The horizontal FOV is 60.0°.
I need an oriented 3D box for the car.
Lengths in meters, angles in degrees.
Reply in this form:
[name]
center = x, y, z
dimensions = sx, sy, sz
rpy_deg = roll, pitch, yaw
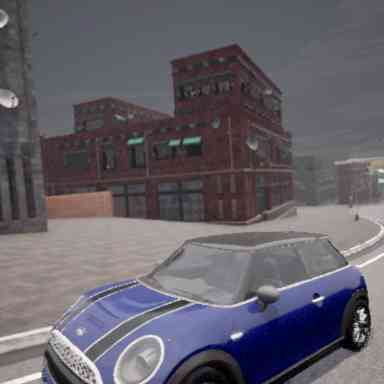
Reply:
[car]
center = 0.506, 1.392, 4.503
dimensions = 4.553, 1.767, 2.097
rpy_deg = 0, -1, -40
